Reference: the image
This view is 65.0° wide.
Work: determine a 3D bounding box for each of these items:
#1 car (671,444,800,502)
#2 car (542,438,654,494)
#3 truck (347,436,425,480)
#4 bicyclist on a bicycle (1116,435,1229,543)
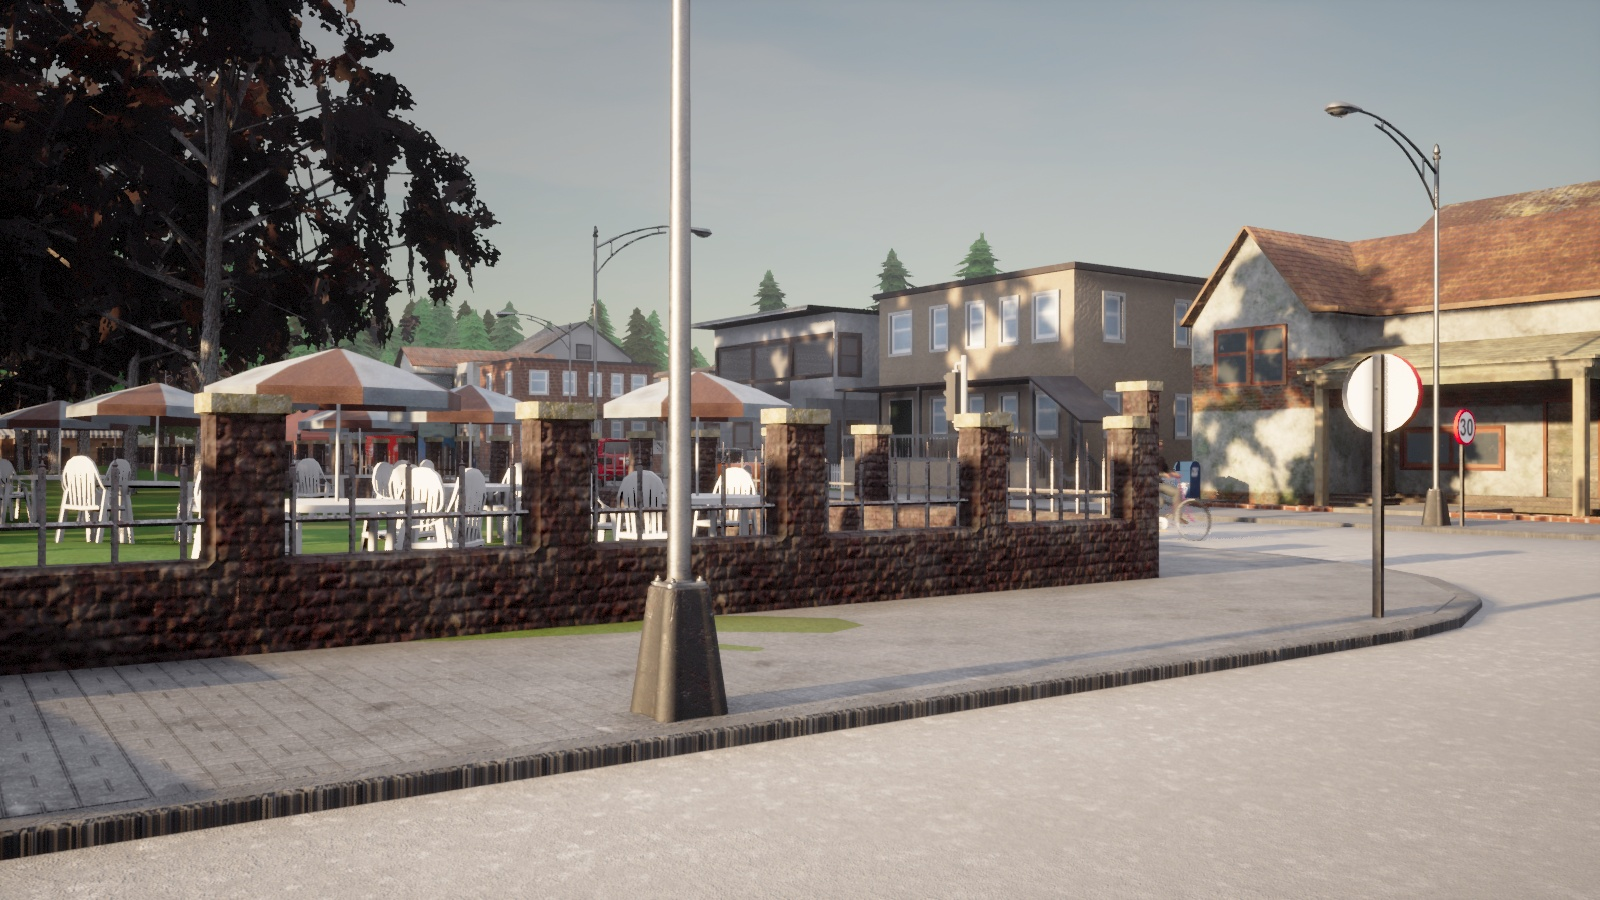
[{"bbox_3d":[-2.155,0.708,40.806,2.097,1.767,4.553,0,0,-35],"label":"car"},{"bbox_3d":[-7.976,0.601,49.126,2.150,2.045,5.566,0,0,-35],"label":"car"},{"bbox_3d":[-24.726,0.493,74.878,2.627,2.467,5.204,2,-2,-40],"label":"truck"},{"bbox_3d":[6.387,0.655,21.618,0.659,1.776,1.843,0,0,-35],"label":"bicyclist on a bicycle"}]
